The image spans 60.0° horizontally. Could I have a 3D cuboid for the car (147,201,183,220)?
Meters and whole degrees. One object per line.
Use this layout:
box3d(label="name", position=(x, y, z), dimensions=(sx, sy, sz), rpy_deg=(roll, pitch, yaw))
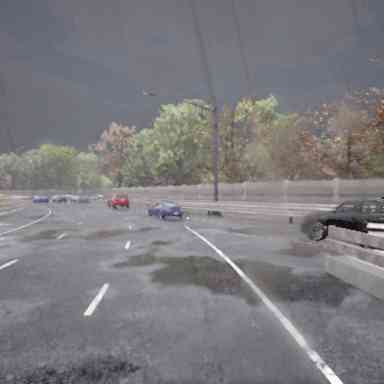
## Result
box3d(label="car", position=(-2.303, 1.530, 28.319), dimensions=(1.812, 1.442, 4.674), rpy_deg=(-1, 0, -27))

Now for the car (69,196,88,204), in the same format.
box3d(label="car", position=(-22.694, 1.509, 67.469), dimensions=(2.097, 1.767, 4.553), rpy_deg=(0, 0, -36))

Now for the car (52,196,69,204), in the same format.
box3d(label="car", position=(-26.684, 1.537, 66.879), dimensions=(1.837, 1.490, 4.892), rpy_deg=(0, 0, -40))

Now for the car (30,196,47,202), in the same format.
box3d(label="car", position=(-39.458, 1.766, 85.376), dimensions=(4.892, 1.490, 1.837), rpy_deg=(0, 0, 39))

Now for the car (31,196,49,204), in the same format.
box3d(label="car", position=(-29.442, 1.535, 64.724), dimensions=(1.882, 1.535, 5.008), rpy_deg=(0, 0, -40))

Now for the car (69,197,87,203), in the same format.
box3d(label="car", position=(-23.578, 1.626, 68.682), dimensions=(1.895, 1.301, 4.718), rpy_deg=(0, 0, -40))

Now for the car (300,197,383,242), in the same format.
box3d(label="car", position=(7.392, 1.235, 14.033), dimensions=(2.150, 2.045, 5.566), rpy_deg=(-1, 1, -39))

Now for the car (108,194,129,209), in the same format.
box3d(label="car", position=(-10.252, 1.259, 46.254), dimensions=(2.150, 2.045, 5.566), rpy_deg=(0, 0, -24))
